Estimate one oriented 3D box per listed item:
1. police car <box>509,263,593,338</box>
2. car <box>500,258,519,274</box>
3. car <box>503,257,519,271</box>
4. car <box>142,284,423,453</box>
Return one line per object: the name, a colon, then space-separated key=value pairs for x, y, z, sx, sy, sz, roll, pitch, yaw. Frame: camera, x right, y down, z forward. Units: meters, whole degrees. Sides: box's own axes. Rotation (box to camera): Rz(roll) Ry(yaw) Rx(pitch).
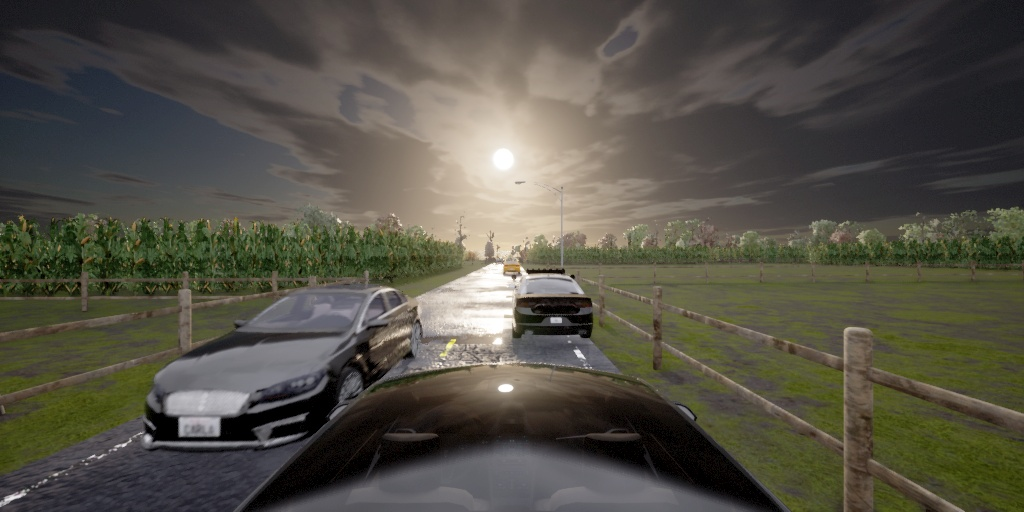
police car: x=0.943 y=1.175 z=10.284 sx=1.930 sy=1.638 sz=5.238 roll=0 pitch=0 yaw=0
car: x=-0.017 y=1.211 z=40.479 sx=1.882 sy=1.535 sz=5.008 roll=0 pitch=0 yaw=0
car: x=-0.101 y=1.072 z=50.574 sx=2.097 sy=1.767 sz=4.553 roll=0 pitch=0 yaw=0
car: x=-2.757 y=1.241 z=5.606 sx=2.128 sy=1.511 sz=4.902 roll=0 pitch=0 yaw=0
